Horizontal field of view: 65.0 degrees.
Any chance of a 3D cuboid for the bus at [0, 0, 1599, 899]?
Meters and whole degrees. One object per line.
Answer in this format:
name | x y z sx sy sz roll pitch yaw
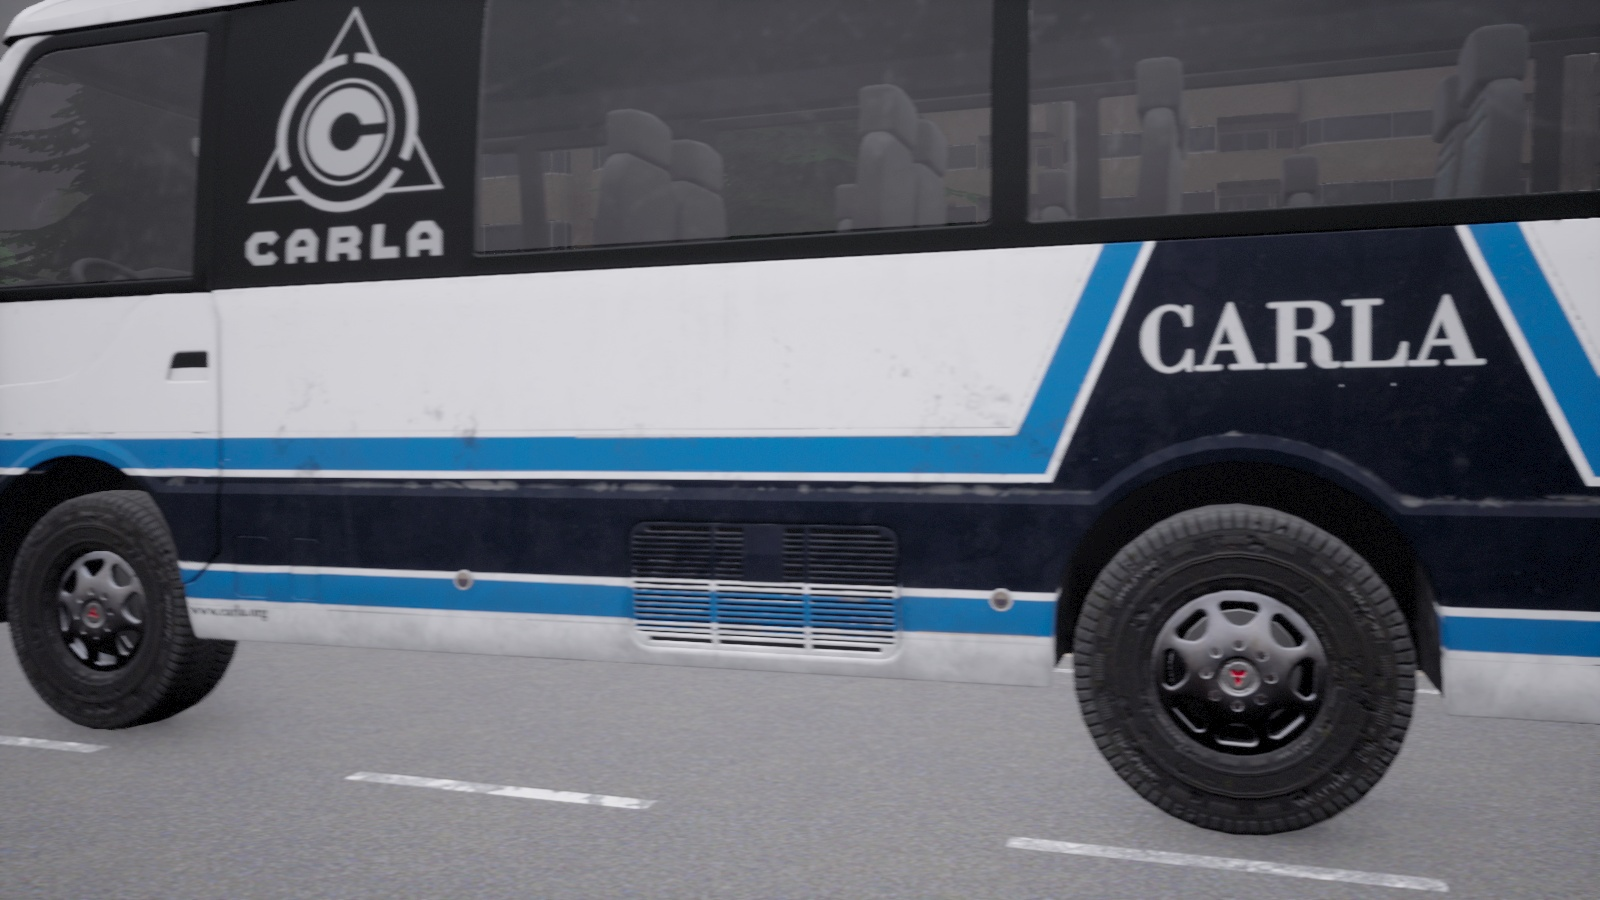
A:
bus | -0.475 -0.664 7.027 10.273 4.253 3.944 0 1 19
